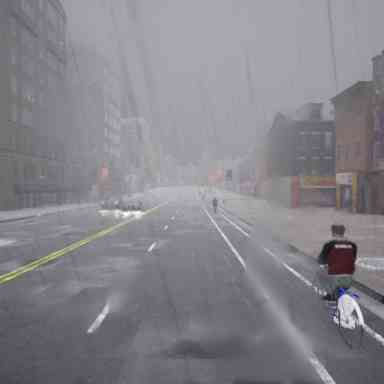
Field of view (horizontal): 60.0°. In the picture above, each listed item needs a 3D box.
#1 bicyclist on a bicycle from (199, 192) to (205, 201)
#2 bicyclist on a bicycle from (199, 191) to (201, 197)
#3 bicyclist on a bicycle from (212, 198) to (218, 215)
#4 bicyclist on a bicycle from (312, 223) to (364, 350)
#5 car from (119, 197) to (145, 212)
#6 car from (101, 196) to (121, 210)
[{"bbox_3d":[2.311,0.971,66.829,0.866,1.612,1.509,0,1,-1],"label":"bicyclist on a bicycle"},{"bbox_3d":[2.246,0.533,95.014,0.659,1.776,1.843,0,2,0],"label":"bicyclist on a bicycle"},{"bbox_3d":[2.258,1.398,32.654,0.582,1.620,1.656,0,0,0],"label":"bicyclist on a bicycle"},{"bbox_3d":[2.263,1.370,5.351,0.659,1.776,1.843,0,0,0],"label":"bicyclist on a bicycle"},{"bbox_3d":[-6.603,1.482,37.952,1.994,1.385,4.181,0,0,0],"label":"car"},{"bbox_3d":[-9.847,1.247,41.720,2.097,1.767,4.553,0,0,0],"label":"car"}]
